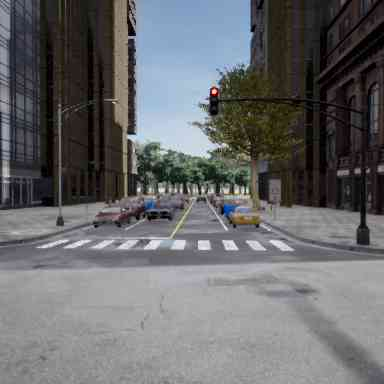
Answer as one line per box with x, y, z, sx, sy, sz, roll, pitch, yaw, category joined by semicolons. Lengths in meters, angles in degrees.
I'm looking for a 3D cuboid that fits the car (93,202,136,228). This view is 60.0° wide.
-5.155;1.563;21.936;1.802;1.307;4.206;-1;0;2;car

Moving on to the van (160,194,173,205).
-4.267;1.247;56.003;1.690;1.788;3.998;0;0;2;van

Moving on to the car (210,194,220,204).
4.109;1.467;50.109;1.887;1.381;4.507;-1;0;2;car

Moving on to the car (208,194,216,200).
5.002;1.348;84.342;1.752;1.417;4.829;0;0;2;car

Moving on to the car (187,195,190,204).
-1.487;1.066;56.327;2.097;1.767;4.553;0;0;1;car

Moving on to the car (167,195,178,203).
-3.969;1.419;67.358;1.887;1.381;4.507;0;0;2;car

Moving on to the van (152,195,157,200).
-4.861;1.303;33.292;1.690;1.788;3.998;-1;0;2;van

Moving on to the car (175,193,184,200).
-3.378;1.120;90.068;2.192;1.841;5.009;0;0;2;car

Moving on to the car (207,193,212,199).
4.403;1.206;61.463;2.192;1.841;5.009;-1;0;2;car

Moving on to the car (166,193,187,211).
-2.003;1.299;40.005;2.097;1.767;4.553;0;0;2;car

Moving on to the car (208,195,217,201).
4.850;1.423;78.495;1.802;1.307;4.206;0;0;2;car

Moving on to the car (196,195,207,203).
1.864;1.383;65.866;1.837;1.490;4.892;0;0;2;car

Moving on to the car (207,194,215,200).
5.147;1.372;89.849;1.947;1.339;4.313;0;0;2;car

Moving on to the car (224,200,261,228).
3.371;1.506;21.891;1.752;1.417;4.829;-1;0;2;car

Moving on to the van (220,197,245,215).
3.513;1.314;27.400;1.690;1.788;3.998;-1;0;2;van

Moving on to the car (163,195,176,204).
-4.118;1.330;61.680;1.967;1.590;4.097;0;0;2;car

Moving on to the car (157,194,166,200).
-4.713;1.265;38.969;2.192;1.841;5.009;-1;0;2;car

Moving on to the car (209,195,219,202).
4.702;1.409;72.817;2.008;1.369;4.403;0;0;2;car

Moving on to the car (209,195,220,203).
4.553;1.426;67.141;2.008;1.369;4.403;-1;0;2;car

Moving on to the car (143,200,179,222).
-2.366;1.575;26.432;1.895;1.301;4.718;0;0;1;car

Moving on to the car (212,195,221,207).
3.965;1.462;44.602;1.752;1.417;4.829;-1;0;2;car

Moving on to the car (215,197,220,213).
3.664;1.529;33.077;1.947;1.339;4.313;-1;0;2;car

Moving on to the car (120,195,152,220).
-5.010;1.287;27.614;2.192;1.841;5.009;-1;0;2;car

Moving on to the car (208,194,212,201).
4.257;1.458;55.786;2.008;1.369;4.403;-1;0;2;car

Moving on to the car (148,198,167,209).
-4.562;1.487;44.648;2.008;1.369;4.403;-1;0;2;car
